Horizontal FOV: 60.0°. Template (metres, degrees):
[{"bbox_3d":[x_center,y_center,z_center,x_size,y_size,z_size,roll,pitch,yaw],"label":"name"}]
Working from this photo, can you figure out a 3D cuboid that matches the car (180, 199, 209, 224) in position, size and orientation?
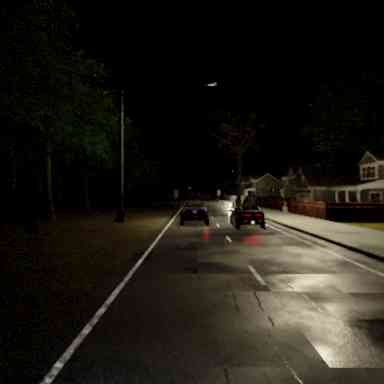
[{"bbox_3d":[0.198,1.465,25.821,2.097,1.767,4.553,0,0,0],"label":"car"}]

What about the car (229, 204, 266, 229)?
[{"bbox_3d":[3.686,1.606,22.476,1.837,1.490,4.892,0,-1,0],"label":"car"}]

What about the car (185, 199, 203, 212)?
[{"bbox_3d":[0.259,1.674,41.930,2.128,1.511,4.902,0,0,0],"label":"car"}]
